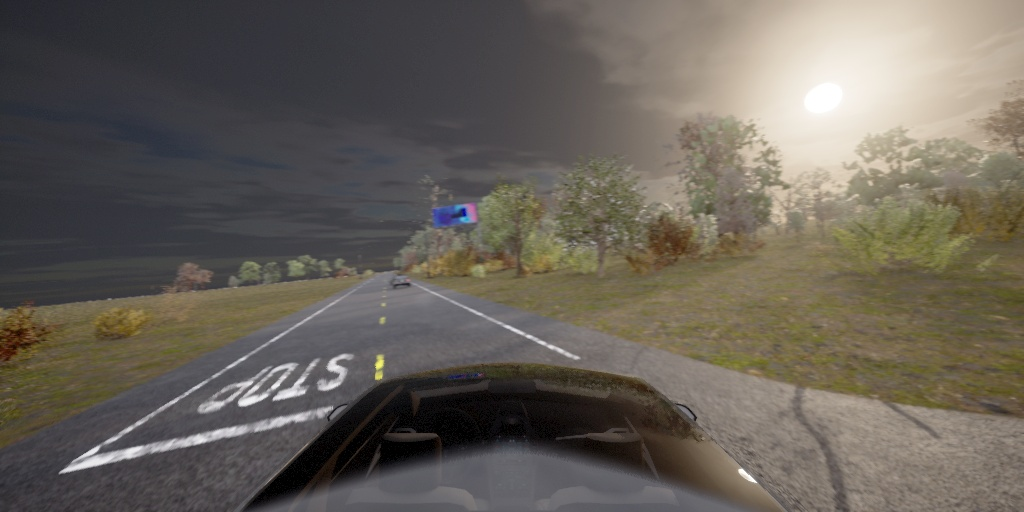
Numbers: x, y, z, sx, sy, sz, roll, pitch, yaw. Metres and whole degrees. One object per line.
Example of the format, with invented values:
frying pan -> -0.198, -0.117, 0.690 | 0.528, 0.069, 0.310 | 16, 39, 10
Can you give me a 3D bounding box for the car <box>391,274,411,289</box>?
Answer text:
car -> -12.268, 2.773, 39.693 | 2.033, 1.411, 5.357 | -5, 0, -19
